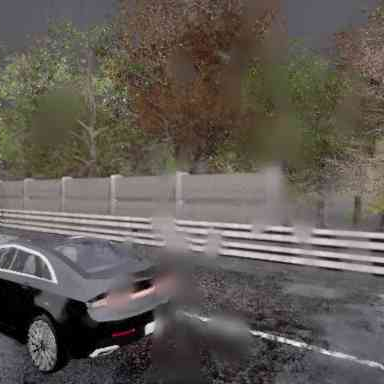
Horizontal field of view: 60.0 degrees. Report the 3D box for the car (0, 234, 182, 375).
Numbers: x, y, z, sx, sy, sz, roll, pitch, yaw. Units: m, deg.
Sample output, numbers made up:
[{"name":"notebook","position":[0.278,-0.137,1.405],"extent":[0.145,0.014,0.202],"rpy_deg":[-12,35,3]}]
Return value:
[{"name":"car","position":[-2.450,1.482,5.621],"extent":[4.902,1.511,2.128],"rpy_deg":[0,0,36]}]
